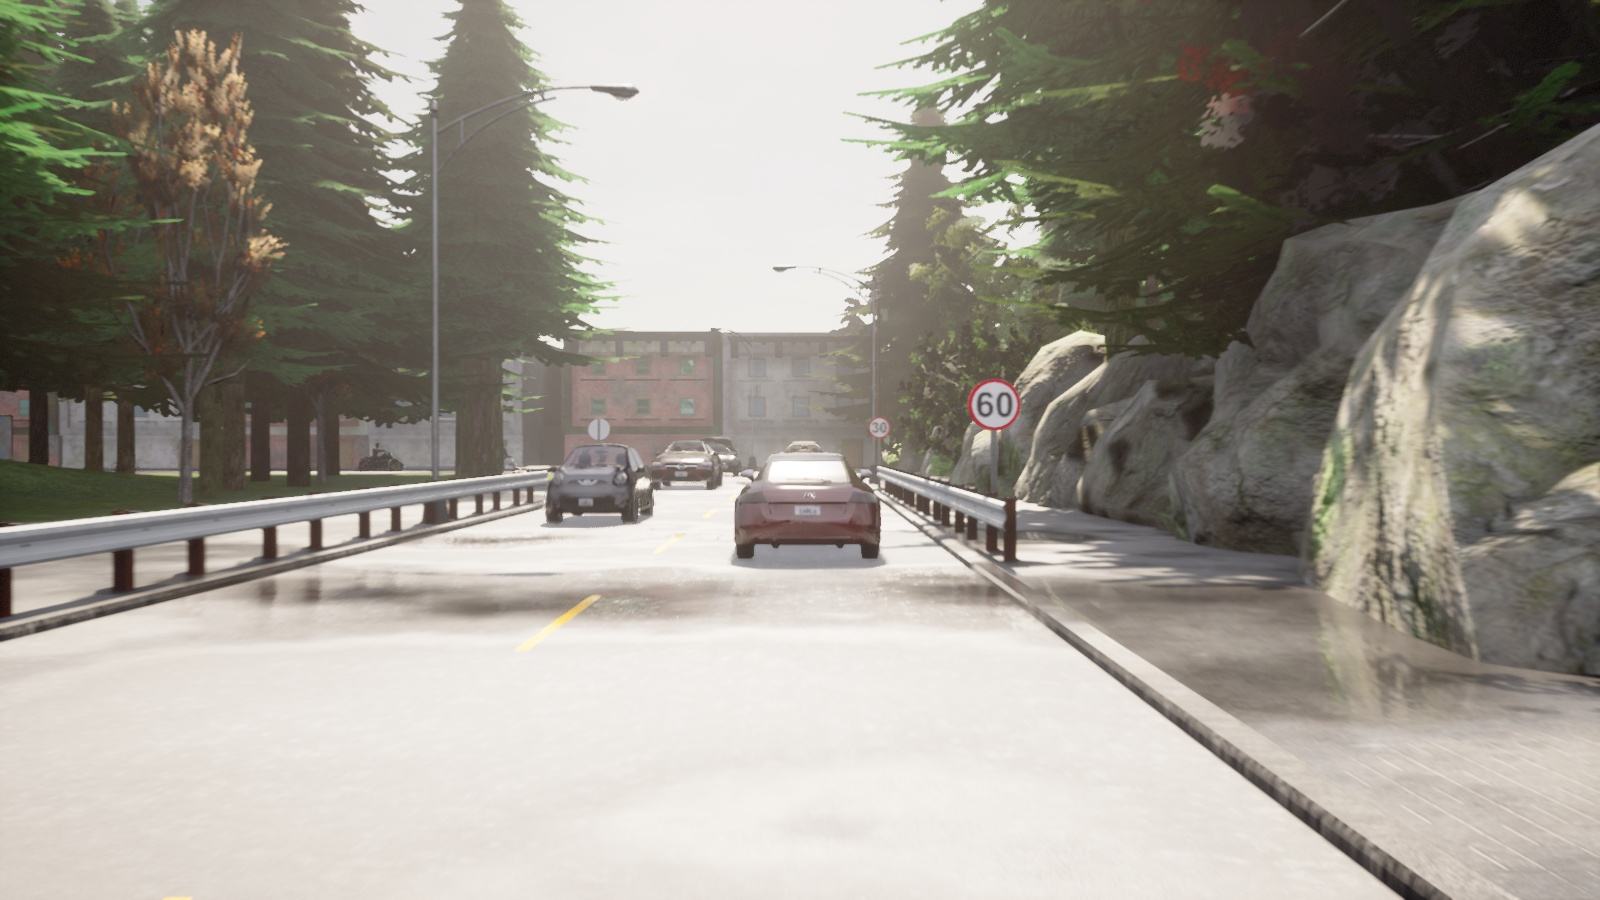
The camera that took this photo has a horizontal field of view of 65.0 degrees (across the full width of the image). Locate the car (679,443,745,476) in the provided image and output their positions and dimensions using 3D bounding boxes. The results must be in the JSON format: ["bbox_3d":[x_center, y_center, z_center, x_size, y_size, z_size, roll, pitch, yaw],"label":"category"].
[{"bbox_3d":[-4.210,0.423,59.557,2.007,1.525,4.514,0,0,-19],"label":"car"}]

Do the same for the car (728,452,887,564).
[{"bbox_3d":[0.099,0.730,17.878,1.994,1.385,4.181,0,0,0],"label":"car"}]

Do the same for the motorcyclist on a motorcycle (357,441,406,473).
[{"bbox_3d":[-22.073,0.381,66.252,2.350,1.649,0.766,0,0,0],"label":"motorcyclist on a motorcycle"}]

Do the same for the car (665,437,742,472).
[{"bbox_3d":[-5.258,0.233,68.242,3.866,1.878,1.905,0,0,39],"label":"car"}]

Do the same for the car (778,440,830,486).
[{"bbox_3d":[0.140,0.437,46.214,1.851,1.617,3.988,0,0,0],"label":"car"}]

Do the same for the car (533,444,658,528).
[{"bbox_3d":[-3.891,0.648,24.462,1.845,1.501,3.633,0,0,0],"label":"car"}]

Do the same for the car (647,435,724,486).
[{"bbox_3d":[-3.862,0.328,43.228,2.152,1.651,5.027,0,0,0],"label":"car"}]
